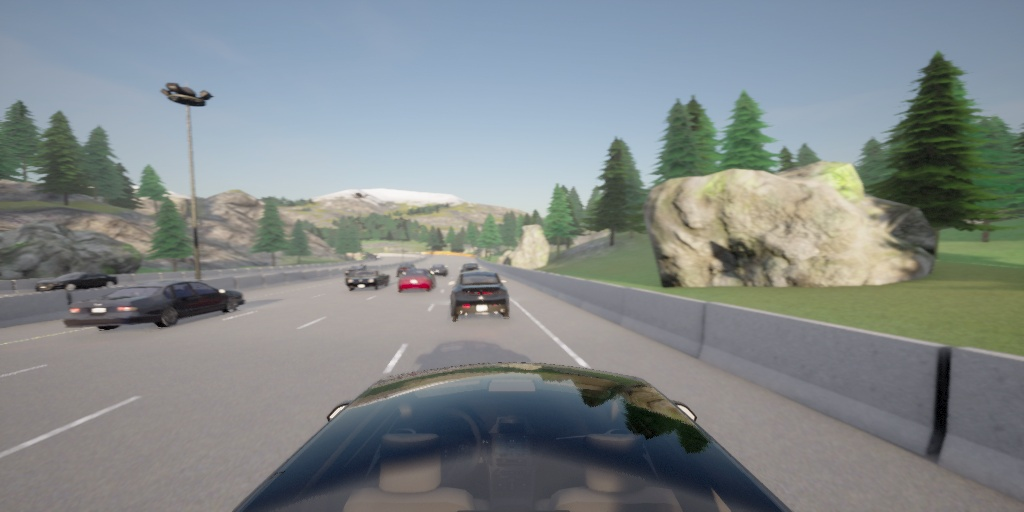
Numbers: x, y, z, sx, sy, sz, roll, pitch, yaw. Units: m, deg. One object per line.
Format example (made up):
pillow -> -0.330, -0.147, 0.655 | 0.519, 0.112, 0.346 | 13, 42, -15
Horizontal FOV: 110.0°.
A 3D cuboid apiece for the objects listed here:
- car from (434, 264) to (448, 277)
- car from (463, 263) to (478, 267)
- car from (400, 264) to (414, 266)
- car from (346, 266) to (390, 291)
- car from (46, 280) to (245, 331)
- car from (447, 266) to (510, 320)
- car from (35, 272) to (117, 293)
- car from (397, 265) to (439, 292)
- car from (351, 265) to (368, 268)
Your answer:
car -> -8.323, 1.614, 40.661 | 1.994, 1.385, 4.181 | -1, 0, -7
car -> -3.963, 1.434, 34.221 | 1.837, 1.490, 4.892 | -1, 0, -7
car -> -11.894, 1.634, 40.975 | 1.837, 1.490, 4.892 | -1, 0, -7
car -> -9.799, 1.618, 24.804 | 1.895, 1.301, 4.718 | -1, 0, -7
car -> -11.720, 1.557, 12.377 | 2.033, 1.411, 5.357 | -1, 0, -7
car -> -1.198, 1.289, 12.864 | 1.837, 1.490, 4.892 | -1, 0, -7
car -> -35.162, 2.077, 29.140 | 1.882, 1.535, 5.008 | -1, 0, -7
car -> -6.058, 1.494, 23.157 | 1.994, 1.385, 4.181 | -1, 0, -7
car -> -14.639, 1.655, 34.923 | 2.128, 1.511, 4.902 | -1, 0, -7
